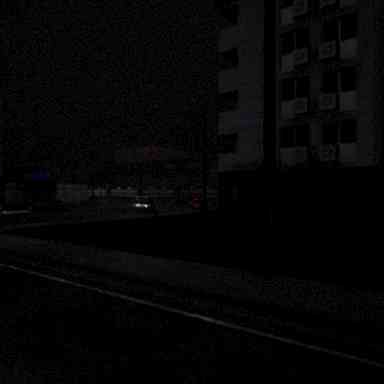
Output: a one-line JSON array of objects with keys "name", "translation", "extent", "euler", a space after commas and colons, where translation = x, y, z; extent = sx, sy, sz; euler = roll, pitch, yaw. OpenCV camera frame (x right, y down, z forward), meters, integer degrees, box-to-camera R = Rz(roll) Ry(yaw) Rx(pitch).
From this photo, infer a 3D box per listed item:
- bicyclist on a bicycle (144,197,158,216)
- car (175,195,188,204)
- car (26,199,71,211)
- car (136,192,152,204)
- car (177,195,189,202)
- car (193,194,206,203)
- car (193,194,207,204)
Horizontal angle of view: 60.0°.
[{"name": "bicyclist on a bicycle", "translation": [-3.604, 1.245, 29.053], "extent": [1.656, 1.620, 0.582], "euler": [0, 0, 36]}, {"name": "car", "translation": [-1.954, 1.459, 60.665], "extent": [1.994, 1.385, 4.181], "euler": [0, 0, 4]}, {"name": "car", "translation": [-16.827, 1.504, 39.109], "extent": [1.895, 1.301, 4.718], "euler": [0, 0, 34]}, {"name": "car", "translation": [-8.806, 1.107, 61.774], "extent": [2.150, 2.045, 5.566], "euler": [0, 0, 3]}, {"name": "car", "translation": [-1.993, 1.408, 69.223], "extent": [1.994, 1.385, 4.181], "euler": [0, 0, -8]}, {"name": "car", "translation": [1.549, 1.243, 69.072], "extent": [2.097, 1.767, 4.553], "euler": [0, 0, -8]}, {"name": "car", "translation": [1.523, 1.428, 60.217], "extent": [1.812, 1.442, 4.674], "euler": [0, 0, 5]}]
